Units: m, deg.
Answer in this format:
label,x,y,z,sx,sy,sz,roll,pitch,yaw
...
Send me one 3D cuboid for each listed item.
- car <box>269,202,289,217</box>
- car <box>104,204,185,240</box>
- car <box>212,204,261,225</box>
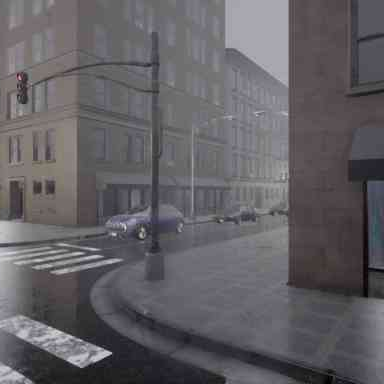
label,x,y,z,sx,sy,sz,roll,pitch,yaw
car,9.842,1.743,34.757,2.033,1.411,5.357,0,0,36
car,-2.384,1.432,17.574,2.097,1.767,4.553,0,0,35
car,3.653,1.686,26.075,2.033,1.411,5.357,0,0,35
